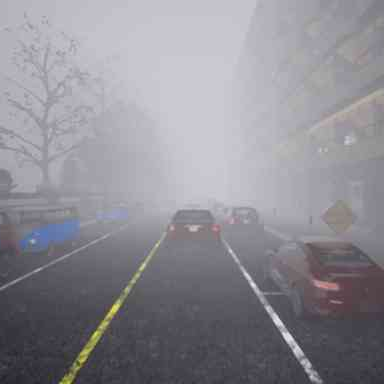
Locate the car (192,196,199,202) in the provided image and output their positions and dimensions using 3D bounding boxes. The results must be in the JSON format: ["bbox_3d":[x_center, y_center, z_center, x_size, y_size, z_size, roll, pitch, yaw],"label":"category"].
[{"bbox_3d":[0.906,1.860,87.473,1.882,1.535,5.008,0,0,0],"label":"car"}]

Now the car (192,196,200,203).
[{"bbox_3d":[0.906,1.807,81.662,1.801,1.575,5.366,0,0,0],"label":"car"}]

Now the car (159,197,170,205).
[{"bbox_3d":[-5.686,1.833,69.081,1.887,1.381,4.507,0,0,0],"label":"car"}]

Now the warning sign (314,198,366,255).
[{"bbox_3d":[5.069,1.159,11.472,1.300,1.860,1.060,0,0,0],"label":"warning sign"}]

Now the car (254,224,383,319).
[{"bbox_3d":[2.691,1.610,7.147,1.802,1.307,4.206,0,0,0],"label":"car"}]

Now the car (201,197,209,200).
[{"bbox_3d":[2.693,1.622,46.560,1.967,1.590,4.097,0,0,0],"label":"car"}]

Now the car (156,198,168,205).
[{"bbox_3d":[-5.687,1.843,63.450,1.802,1.307,4.206,0,0,0],"label":"car"}]

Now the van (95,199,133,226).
[{"bbox_3d":[-5.689,1.432,24.040,1.690,1.788,3.998,0,0,0],"label":"van"}]

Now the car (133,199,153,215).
[{"bbox_3d":[-5.688,1.701,35.300,1.947,1.339,4.313,0,0,0],"label":"car"}]

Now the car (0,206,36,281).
[{"bbox_3d":[-5.690,1.343,7.148,2.192,1.841,5.009,0,0,0],"label":"car"}]

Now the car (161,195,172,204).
[{"bbox_3d":[-5.686,1.631,74.714,2.192,1.841,5.009,0,0,0],"label":"car"}]

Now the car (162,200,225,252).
[{"bbox_3d":[0.068,1.406,14.256,2.097,1.767,4.553,0,0,0],"label":"car"}]

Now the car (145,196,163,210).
[{"bbox_3d":[-5.687,1.497,46.561,2.192,1.841,5.009,0,0,0],"label":"car"}]

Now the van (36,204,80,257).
[{"bbox_3d":[-5.689,1.390,12.779,1.690,1.788,3.998,0,0,0],"label":"van"}]

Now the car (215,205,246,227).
[{"bbox_3d":[2.692,1.673,24.039,1.802,1.307,4.206,0,0,0],"label":"car"}]

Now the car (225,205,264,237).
[{"bbox_3d":[2.691,1.510,18.409,1.967,1.590,4.097,0,0,0],"label":"car"}]

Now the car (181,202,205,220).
[{"bbox_3d":[0.074,1.678,30.034,1.994,1.385,4.181,0,0,0],"label":"car"}]

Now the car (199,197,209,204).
[{"bbox_3d":[2.694,1.882,74.712,1.947,1.339,4.313,0,0,0],"label":"car"}]

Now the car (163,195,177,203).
[{"bbox_3d":[-3.078,1.681,51.283,1.882,1.535,5.008,0,0,0],"label":"car"}]

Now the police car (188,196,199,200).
[{"bbox_3d":[0.448,1.727,71.771,1.930,1.638,5.238,0,0,12],"label":"police car"}]
